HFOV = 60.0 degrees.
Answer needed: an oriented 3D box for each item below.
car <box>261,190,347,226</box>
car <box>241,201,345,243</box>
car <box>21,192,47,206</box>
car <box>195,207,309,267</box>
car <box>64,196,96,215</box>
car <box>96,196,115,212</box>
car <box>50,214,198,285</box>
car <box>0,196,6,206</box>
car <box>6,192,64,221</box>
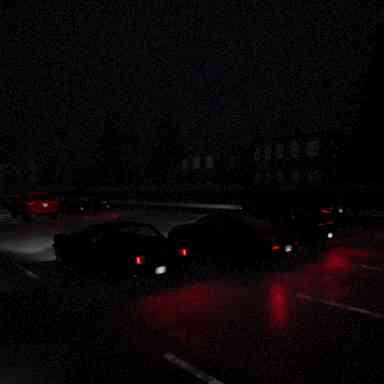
[{"bbox_3d":[4.923,0.937,17.041,2.150,2.045,5.566,-1,1,-42],"label":"car"},{"bbox_3d":[3.291,1.283,13.636,1.837,1.490,4.892,-1,1,-42],"label":"car"},{"bbox_3d":[-22.647,0.966,47.566,2.097,1.767,4.553,-1,1,-42],"label":"car"},{"bbox_3d":[1.099,1.365,10.844,1.812,1.442,4.674,-1,1,-42],"label":"car"},{"bbox_3d":[-10.680,1.206,29.101,1.882,1.535,5.008,-1,1,-42],"label":"car"},{"bbox_3d":[-9.528,1.154,33.046,2.128,1.511,4.902,-1,1,-42],"label":"car"},{"bbox_3d":[-2.211,1.497,9.288,1.895,1.301,4.718,-1,1,-42],"label":"car"},{"bbox_3d":[-26.049,1.235,46.119,1.994,1.385,4.181,-1,1,-42],"label":"car"},{"bbox_3d":[-12.142,1.014,25.492,2.150,2.045,5.566,-1,1,-42],"label":"car"}]
